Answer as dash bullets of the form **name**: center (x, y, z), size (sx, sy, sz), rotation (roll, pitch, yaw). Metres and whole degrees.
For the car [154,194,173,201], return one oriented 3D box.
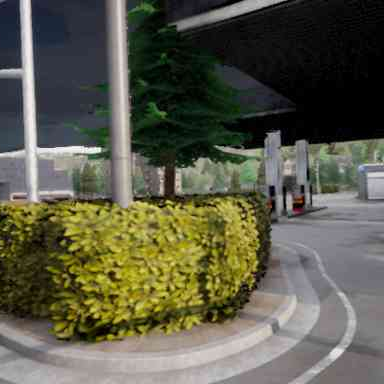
- **car**: center (-6.315, 1.295, 73.947), size (3.806, 1.475, 1.970), rotation (-2, 0, 35)

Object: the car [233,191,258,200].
- **car**: center (10.568, 0.698, 65.579), size (4.514, 1.523, 2.007), rotation (-2, 0, 35)

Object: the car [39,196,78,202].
- **car**: center (-13.466, 1.482, 32.713), size (3.866, 1.878, 1.905), rotation (-2, 0, 35)

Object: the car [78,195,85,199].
- **car**: center (-22.874, 1.640, 63.020), size (3.866, 1.878, 1.905), rotation (-2, 0, 35)

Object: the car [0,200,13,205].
- **car**: center (-30.290, 2.042, 52.602), size (5.027, 1.636, 2.152), rotation (-2, 0, 35)

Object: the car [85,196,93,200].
- **car**: center (-21.524, 1.598, 65.626), size (4.605, 1.855, 1.932), rotation (-2, 0, 35)
